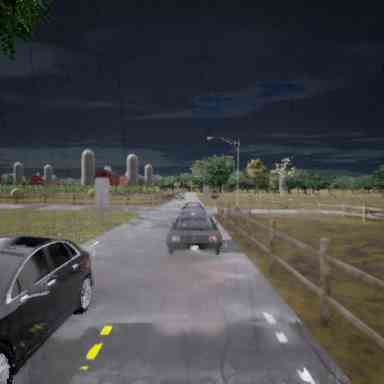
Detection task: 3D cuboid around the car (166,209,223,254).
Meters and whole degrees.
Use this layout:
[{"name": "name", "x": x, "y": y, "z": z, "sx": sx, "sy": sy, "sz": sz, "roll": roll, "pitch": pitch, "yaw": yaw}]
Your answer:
[{"name": "car", "x": 0.101, "y": 1.552, "z": 13.142, "sx": 1.895, "sy": 1.301, "sz": 4.718, "roll": 0, "pitch": 0, "yaw": 1}]

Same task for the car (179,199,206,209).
[{"name": "car", "x": 0.094, "y": 1.464, "z": 25.073, "sx": 1.994, "sy": 1.385, "sz": 4.181, "roll": 0, "pitch": 0, "yaw": 0}]

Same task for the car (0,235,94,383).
[{"name": "car", "x": -2.849, "y": 1.488, "z": 4.756, "sx": 1.837, "sy": 1.490, "sz": 4.892, "roll": 0, "pitch": 0, "yaw": 0}]

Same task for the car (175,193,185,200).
[{"name": "car", "x": -2.754, "y": 0.981, "z": 77.786, "sx": 2.097, "sy": 1.767, "sz": 4.553, "roll": 0, "pitch": 0, "yaw": 0}]
